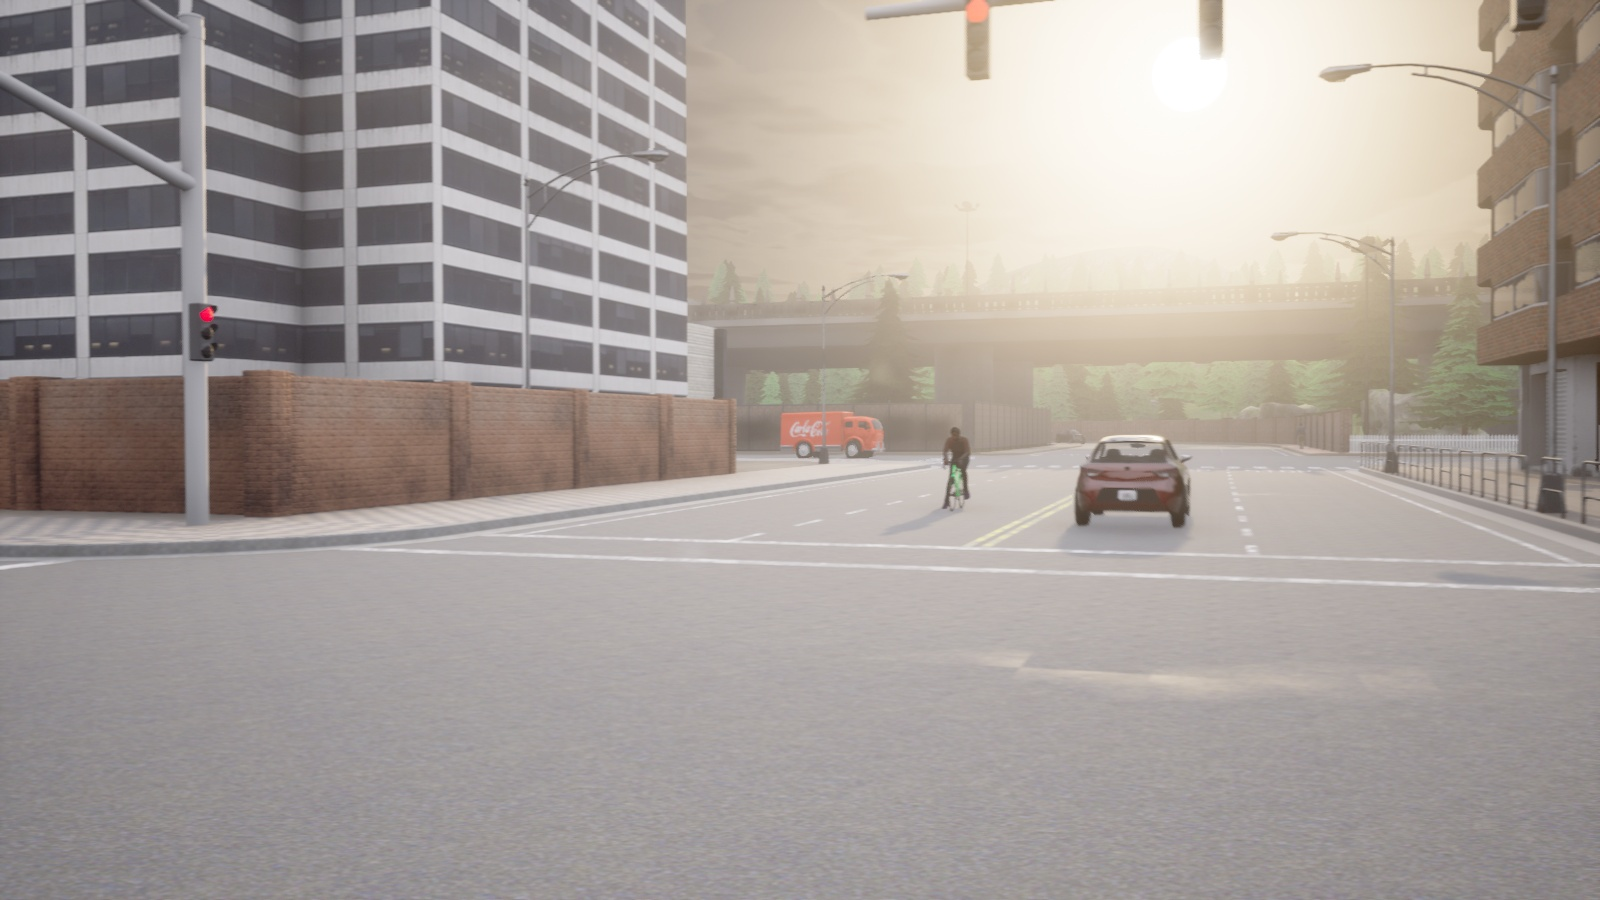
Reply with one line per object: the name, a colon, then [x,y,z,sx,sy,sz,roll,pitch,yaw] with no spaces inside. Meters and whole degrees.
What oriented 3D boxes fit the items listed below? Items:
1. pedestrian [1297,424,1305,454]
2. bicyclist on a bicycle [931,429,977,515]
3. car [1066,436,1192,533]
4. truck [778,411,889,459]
pedestrian: [33.726,-0.743,84.587,0.423,1.949,0.788,0,1,17]
bicyclist on a bicycle: [3.029,0.397,24.559,0.582,1.620,1.656,1,1,18]
car: [5.757,0.515,21.660,1.816,1.474,4.193,1,1,19]
truck: [1.765,-0.749,65.627,5.204,2.467,2.627,0,0,23]
